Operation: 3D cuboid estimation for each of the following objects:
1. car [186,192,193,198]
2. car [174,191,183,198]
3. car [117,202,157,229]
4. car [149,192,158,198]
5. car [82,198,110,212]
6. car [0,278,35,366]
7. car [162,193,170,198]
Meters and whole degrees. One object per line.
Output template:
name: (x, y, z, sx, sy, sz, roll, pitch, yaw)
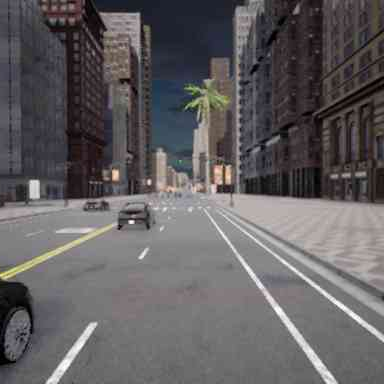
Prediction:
car: (-0.580, 0.844, 87.999, 2.033, 1.411, 5.357, 0, 0, 0)
car: (-3.832, 0.865, 88.394, 1.812, 1.442, 4.674, 0, 0, 0)
car: (-3.274, 1.363, 20.296, 1.837, 1.490, 4.892, 0, 0, 0)
car: (-10.340, 0.794, 89.442, 2.097, 1.767, 4.553, 0, 0, 0)
car: (-9.998, 1.356, 35.037, 1.994, 1.385, 4.181, 0, 0, 0)
car: (-3.157, 1.487, 2.853, 2.128, 1.511, 4.902, 0, 0, 0)
car: (-7.089, 0.942, 89.435, 1.812, 1.442, 4.674, 0, 0, 0)
